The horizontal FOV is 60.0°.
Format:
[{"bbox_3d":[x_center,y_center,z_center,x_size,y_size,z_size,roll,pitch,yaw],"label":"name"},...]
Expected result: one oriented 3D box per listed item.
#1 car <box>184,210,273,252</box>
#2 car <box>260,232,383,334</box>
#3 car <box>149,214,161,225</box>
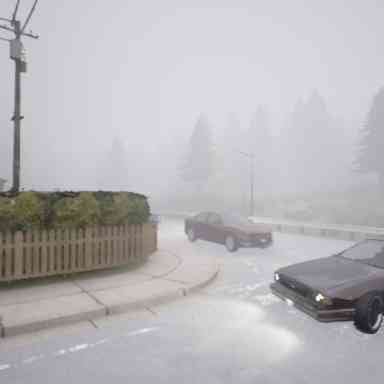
[{"bbox_3d":[1.479,1.593,14.863,1.882,1.535,5.008,1,0,-30],"label":"car"},{"bbox_3d":[4.336,1.633,6.650,5.357,1.411,2.033,1,-1,-14],"label":"car"},{"bbox_3d":[-3.996,1.720,23.065,1.895,1.301,4.718,1,0,-35],"label":"car"}]
